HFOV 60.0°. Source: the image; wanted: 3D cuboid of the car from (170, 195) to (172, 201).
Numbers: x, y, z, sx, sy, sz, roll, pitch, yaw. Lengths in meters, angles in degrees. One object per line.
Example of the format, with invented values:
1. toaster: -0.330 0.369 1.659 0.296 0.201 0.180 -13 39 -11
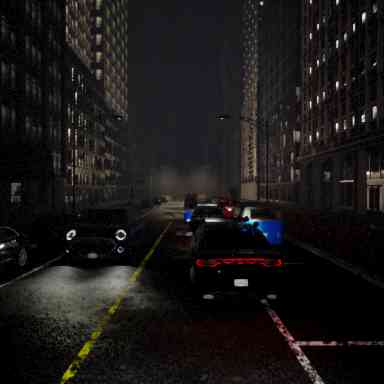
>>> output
1. car: -5.905 1.421 70.922 1.967 1.590 4.097 -1 0 0

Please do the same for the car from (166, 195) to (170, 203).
1. car: -5.887 1.565 65.238 1.802 1.307 4.206 -1 0 0

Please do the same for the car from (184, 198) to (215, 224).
1. car: 0.574 1.472 24.550 1.882 1.535 5.008 0 0 6

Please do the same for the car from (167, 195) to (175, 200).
1. car: -5.971 1.539 93.657 1.947 1.339 4.313 -1 0 0

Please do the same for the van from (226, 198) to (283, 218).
1. van: 2.642 1.338 14.111 1.690 1.788 3.998 -1 0 0

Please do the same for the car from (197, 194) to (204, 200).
1. car: 2.409 1.413 93.682 1.967 1.590 4.097 -1 0 0

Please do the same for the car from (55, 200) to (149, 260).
1. car: -3.033 1.349 12.357 2.097 1.767 4.553 0 0 0

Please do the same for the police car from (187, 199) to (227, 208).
1. police car: 0.848 1.421 18.562 1.930 1.638 5.238 0 0 0

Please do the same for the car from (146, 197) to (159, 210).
1. car: -5.820 1.541 42.504 2.008 1.369 4.403 -1 0 0

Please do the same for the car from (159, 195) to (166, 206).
1. car: -5.853 1.537 53.871 2.008 1.369 4.403 -1 0 0

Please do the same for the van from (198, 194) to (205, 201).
1. van: 2.425 1.317 87.998 1.690 1.788 3.998 -1 0 0

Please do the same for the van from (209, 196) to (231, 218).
1. van: 2.592 1.334 31.162 1.690 1.788 3.998 -1 0 0

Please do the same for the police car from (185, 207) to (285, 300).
1. police car: 0.878 1.423 8.561 1.930 1.638 5.238 0 0 0

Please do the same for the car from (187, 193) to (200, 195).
1. car: -0.172 1.206 59.491 2.150 2.045 5.566 0 0 0

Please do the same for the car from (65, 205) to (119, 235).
1. car: -5.753 1.540 19.770 1.887 1.381 4.507 -1 0 0

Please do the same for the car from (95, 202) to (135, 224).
1. car: -5.770 1.545 25.453 2.008 1.369 4.403 -1 0 0

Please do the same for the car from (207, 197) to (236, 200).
1. car: 2.608 1.309 25.478 2.192 1.841 5.009 -1 0 0

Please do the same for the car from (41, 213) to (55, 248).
1. car: -5.736 1.563 14.086 1.947 1.339 4.313 -1 0 0

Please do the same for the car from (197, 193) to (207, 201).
1. car: 2.441 1.293 82.315 2.192 1.841 5.009 -1 0 0

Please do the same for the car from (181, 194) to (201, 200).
1. car: -0.118 1.467 45.602 1.882 1.535 5.008 0 0 0

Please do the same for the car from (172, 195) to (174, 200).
1. car: -5.936 1.503 82.120 1.752 1.417 4.829 -1 0 0

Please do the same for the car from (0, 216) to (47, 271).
1. car: -5.720 1.549 8.402 2.008 1.369 4.403 -1 0 0

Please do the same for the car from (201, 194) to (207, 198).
1. car: 2.527 1.537 53.896 2.008 1.369 4.403 -1 0 0
